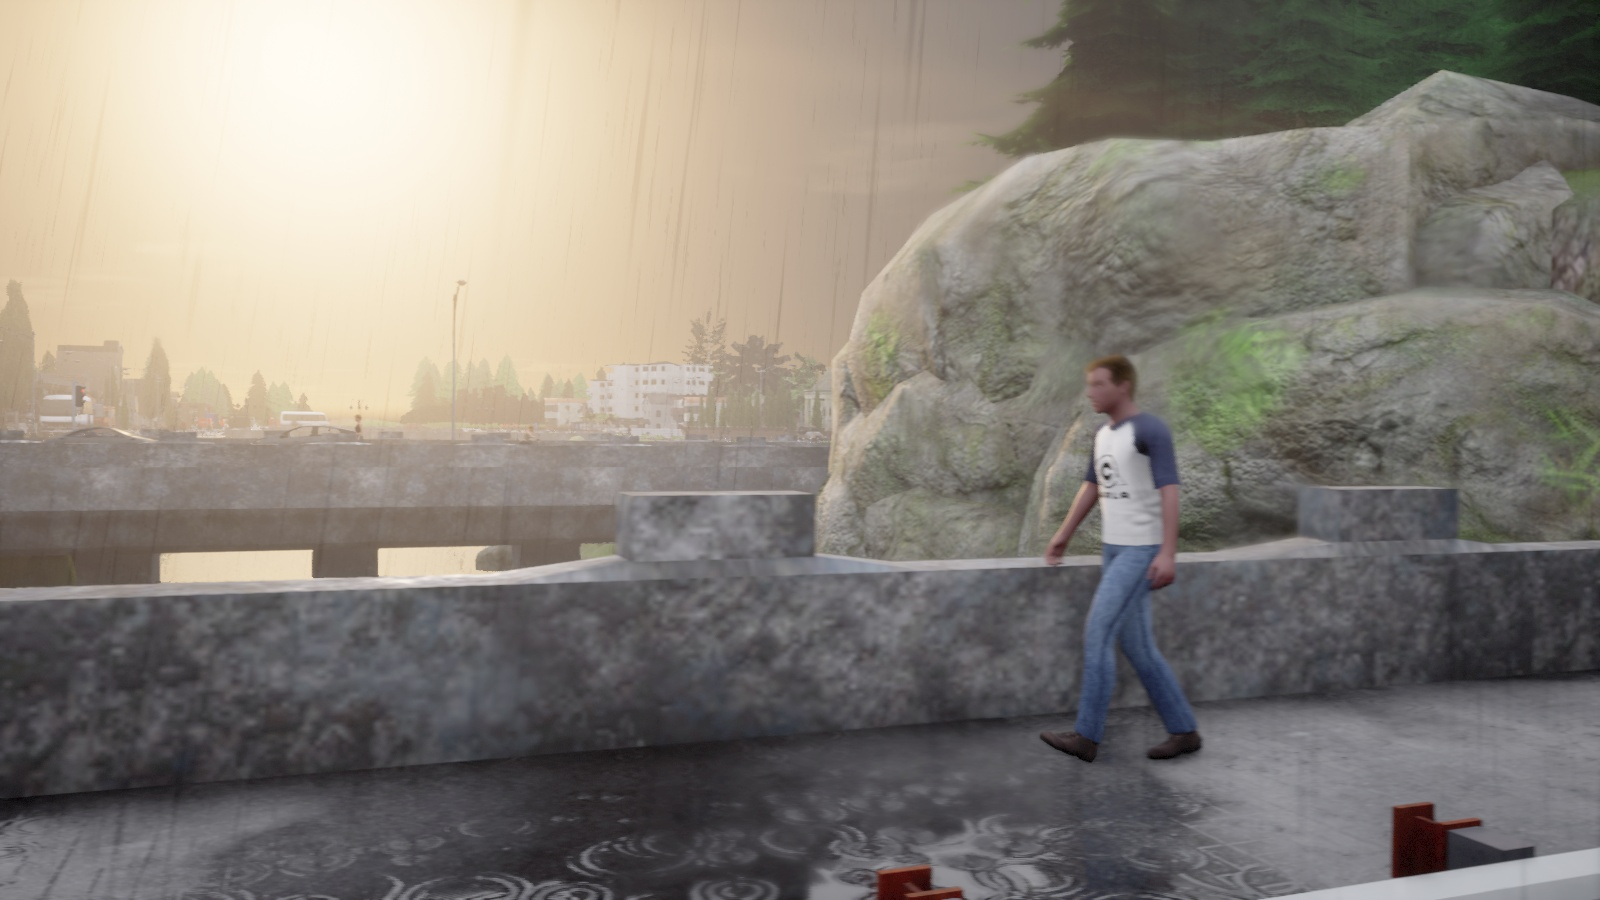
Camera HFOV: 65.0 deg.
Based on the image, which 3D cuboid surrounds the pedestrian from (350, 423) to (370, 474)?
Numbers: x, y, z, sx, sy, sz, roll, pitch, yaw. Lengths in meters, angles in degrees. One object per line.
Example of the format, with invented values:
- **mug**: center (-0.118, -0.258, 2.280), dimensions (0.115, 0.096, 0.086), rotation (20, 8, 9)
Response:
- **pedestrian**: center (-15.890, -0.058, 45.354), dimensions (0.594, 1.836, 0.345), rotation (-1, 1, -29)

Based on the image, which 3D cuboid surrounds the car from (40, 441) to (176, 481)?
- **car**: center (-25.776, 0.376, 46.965), dimensions (4.181, 1.385, 1.994), rotation (-1, 1, -20)

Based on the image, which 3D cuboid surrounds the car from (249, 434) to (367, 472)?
- **car**: center (-20.761, 0.105, 53.125), dimensions (4.514, 1.525, 2.007), rotation (-1, 1, -21)

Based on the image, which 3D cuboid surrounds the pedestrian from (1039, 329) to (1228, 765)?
- **pedestrian**: center (1.461, 0.402, 5.528), dimensions (0.706, 1.836, 0.354), rotation (-1, 1, -12)
